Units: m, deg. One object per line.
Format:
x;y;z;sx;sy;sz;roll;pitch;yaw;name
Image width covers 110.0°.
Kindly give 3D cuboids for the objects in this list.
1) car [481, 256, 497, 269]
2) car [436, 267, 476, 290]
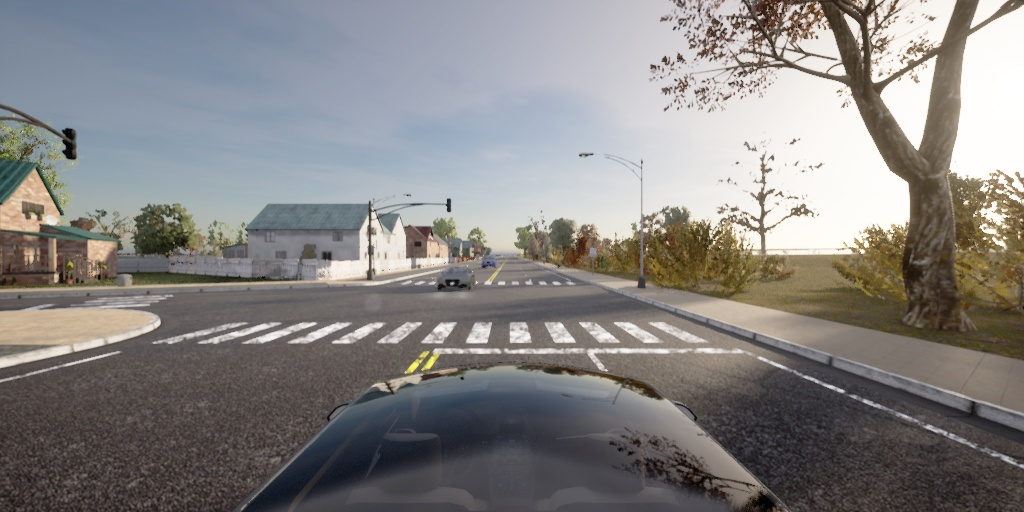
-3.537;0.964;55.690;2.150;2.045;5.566;0;0;0;car
-3.356;1.344;22.114;1.994;1.385;4.181;0;0;0;car
